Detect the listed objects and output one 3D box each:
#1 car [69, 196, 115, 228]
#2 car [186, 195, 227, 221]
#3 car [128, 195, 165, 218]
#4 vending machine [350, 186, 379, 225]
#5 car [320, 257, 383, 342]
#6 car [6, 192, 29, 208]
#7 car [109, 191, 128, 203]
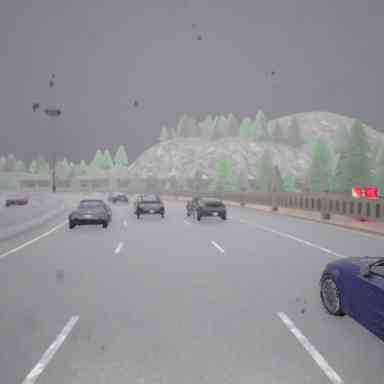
[{"bbox_3d":[-5.582,1.141,18.603,1.994,1.385,4.181,0,1,-11],"label":"car"},{"bbox_3d":[0.842,0.990,21.939,1.837,1.490,4.892,0,1,-13],"label":"car"},{"bbox_3d":[-3.114,0.953,23.480,2.128,1.511,4.902,0,1,-13],"label":"car"},{"bbox_3d":[9.655,0.736,18.642,1.100,2.100,0.880,0,2,-10],"label":"vending machine"},{"bbox_3d":[3.309,1.420,4.134,1.812,1.442,4.674,0,1,-2],"label":"car"},{"bbox_3d":[-18.002,0.760,34.497,1.882,1.535,5.008,-1,1,-24],"label":"car"},{"bbox_3d":[-9.037,0.633,40.564,1.812,1.442,4.674,-1,1,-24],"label":"car"}]
